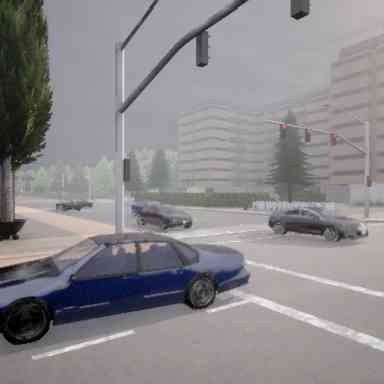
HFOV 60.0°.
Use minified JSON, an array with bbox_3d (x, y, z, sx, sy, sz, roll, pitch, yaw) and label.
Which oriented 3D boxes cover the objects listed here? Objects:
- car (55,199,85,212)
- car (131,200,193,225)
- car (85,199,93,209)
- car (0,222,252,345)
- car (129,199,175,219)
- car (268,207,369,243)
[{"bbox_3d":[-14.360,1.601,38.499,1.895,1.301,4.718,0,0,-36],"label":"car"},{"bbox_3d":[-1.819,1.505,21.083,1.837,1.490,4.892,0,0,-35],"label":"car"},{"bbox_3d":[-15.062,1.601,45.485,1.895,1.301,4.718,0,0,-35],"label":"car"},{"bbox_3d":[-1.400,1.547,6.450,5.357,1.411,2.033,0,0,-29],"label":"car"},{"bbox_3d":[-3.656,1.477,29.637,1.882,1.535,5.008,0,0,-36],"label":"car"},{"bbox_3d":[6.001,1.492,16.377,2.128,1.511,4.902,0,0,-36],"label":"car"}]
